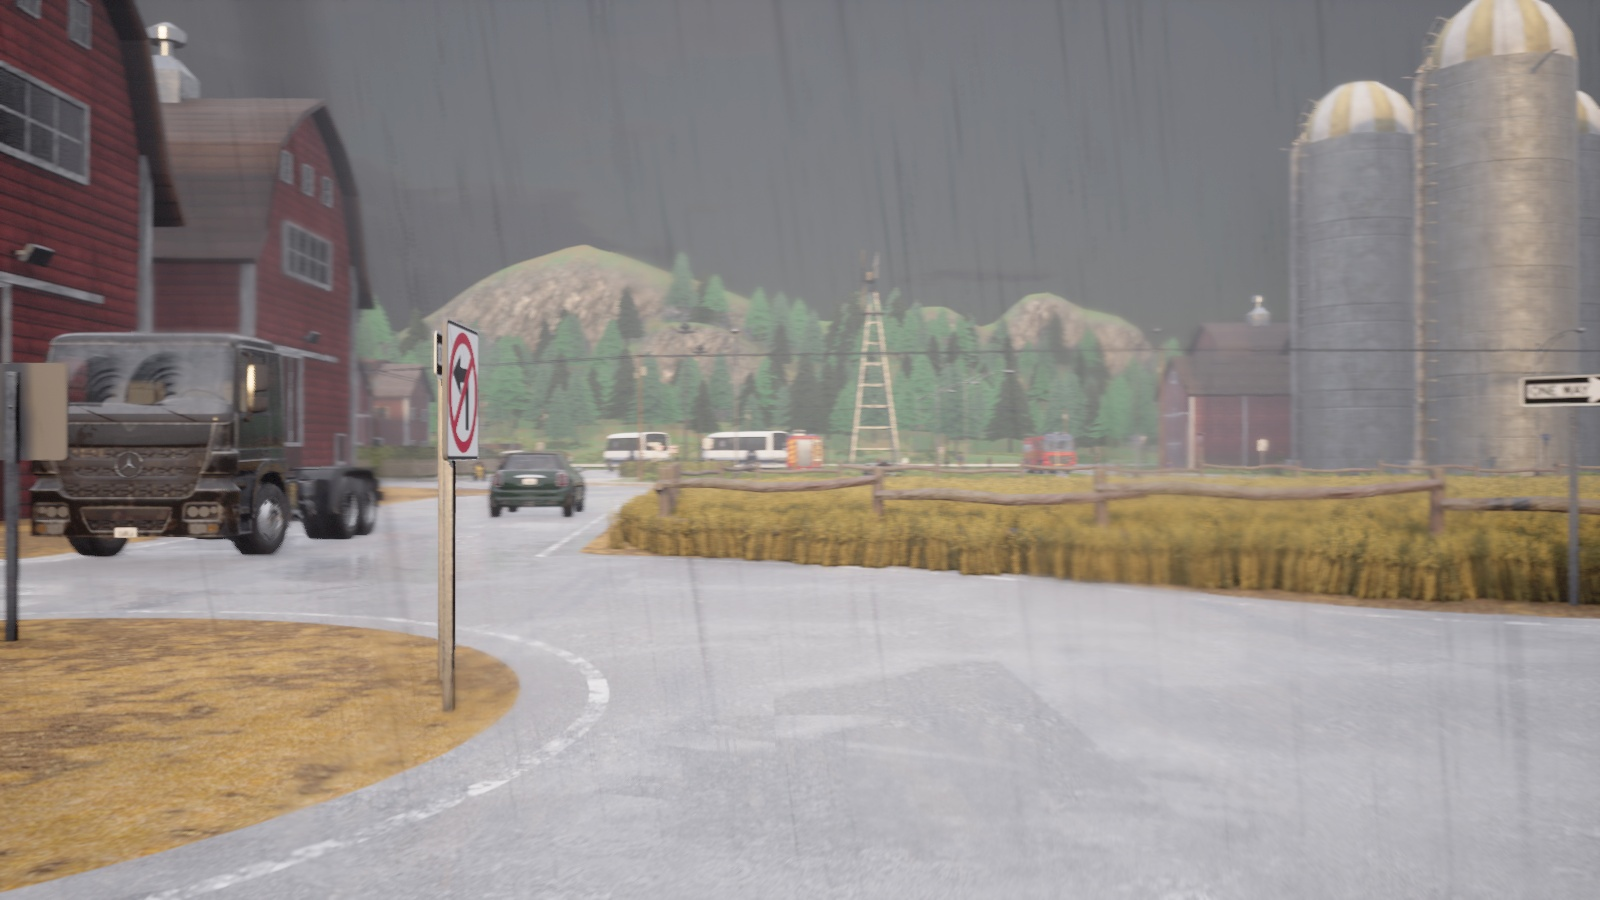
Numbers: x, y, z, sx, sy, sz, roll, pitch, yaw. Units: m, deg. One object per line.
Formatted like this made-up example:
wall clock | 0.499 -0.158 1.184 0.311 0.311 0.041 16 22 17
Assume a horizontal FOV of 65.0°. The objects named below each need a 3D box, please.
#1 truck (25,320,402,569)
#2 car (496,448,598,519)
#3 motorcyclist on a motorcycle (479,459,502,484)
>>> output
truck | -9.415 -0.054 21.444 2.891 3.462 7.936 0 0 -1
car | -6.653 0.848 33.448 2.097 1.767 4.553 0 0 -4
motorcyclist on a motorcycle | -19.389 1.317 78.707 0.797 1.523 2.044 0 0 6
